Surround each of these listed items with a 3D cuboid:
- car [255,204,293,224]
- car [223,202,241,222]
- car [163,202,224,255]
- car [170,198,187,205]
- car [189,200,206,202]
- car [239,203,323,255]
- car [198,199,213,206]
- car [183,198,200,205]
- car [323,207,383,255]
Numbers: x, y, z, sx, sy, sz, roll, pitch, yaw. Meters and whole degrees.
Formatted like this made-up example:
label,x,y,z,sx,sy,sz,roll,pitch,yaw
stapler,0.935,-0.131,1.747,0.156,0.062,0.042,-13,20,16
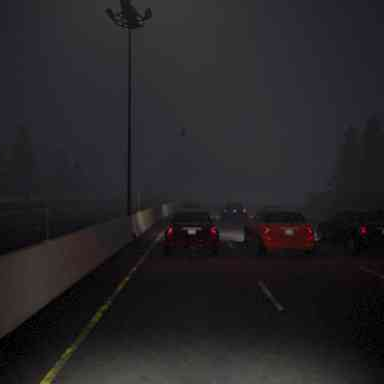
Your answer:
label,x,y,z,sx,sy,sz,roll,pitch,yaw
car,6.988,1.815,28.990,2.033,1.411,5.357,0,0,0
car,3.493,1.619,29.082,2.097,1.767,4.553,0,-1,0
car,-0.004,1.481,14.082,2.097,1.767,4.553,0,-1,0
car,-3.063,2.184,76.835,1.882,1.535,5.008,0,-1,23
car,-0.007,1.619,29.079,2.097,1.767,4.553,0,-1,0
car,3.496,1.481,14.083,2.097,1.767,4.553,0,-1,0
car,3.028,2.199,73.337,1.812,1.442,4.674,0,-1,23
car,-0.026,2.170,75.090,1.882,1.535,5.008,0,-1,23
car,6.996,1.481,14.089,2.097,1.767,4.553,0,-1,0
